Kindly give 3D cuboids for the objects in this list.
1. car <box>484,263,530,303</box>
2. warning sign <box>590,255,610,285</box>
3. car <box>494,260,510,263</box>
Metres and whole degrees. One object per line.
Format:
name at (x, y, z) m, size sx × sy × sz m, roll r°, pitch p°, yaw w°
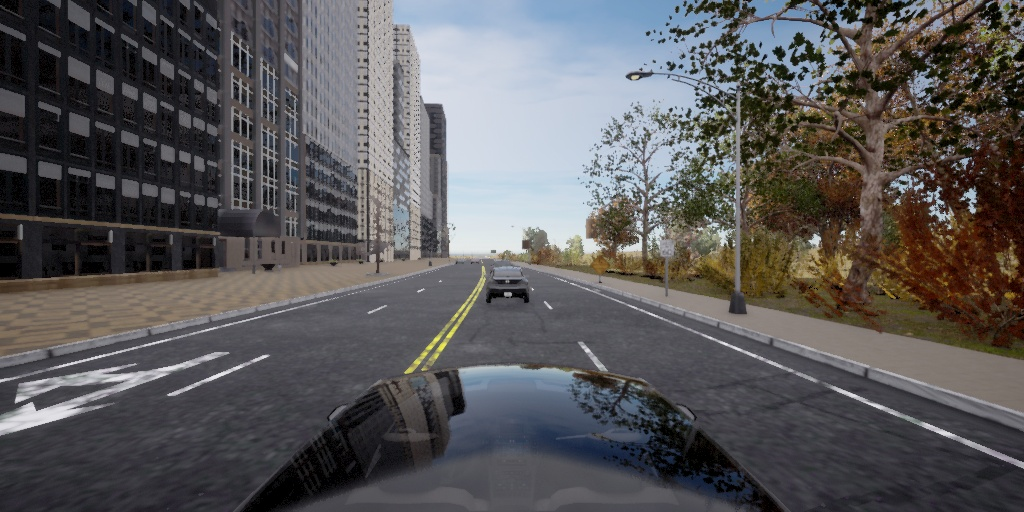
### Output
car at (-0.227, 1.262, 16.547) m, size 1.837 × 1.490 × 4.892 m, roll 0°, pitch 0°, yaw -2°
warning sign at (5.642, 0.856, 22.983) m, size 1.300 × 1.860 × 1.060 m, roll 0°, pitch 0°, yaw -2°
car at (-0.909, 1.103, 31.550) m, size 2.097 × 1.767 × 4.553 m, roll 0°, pitch 0°, yaw -3°
